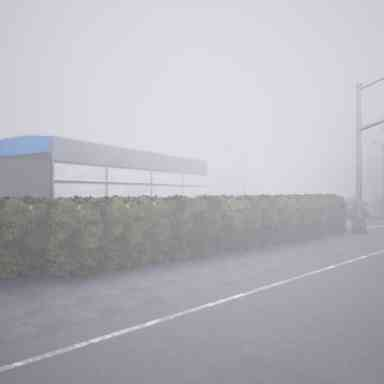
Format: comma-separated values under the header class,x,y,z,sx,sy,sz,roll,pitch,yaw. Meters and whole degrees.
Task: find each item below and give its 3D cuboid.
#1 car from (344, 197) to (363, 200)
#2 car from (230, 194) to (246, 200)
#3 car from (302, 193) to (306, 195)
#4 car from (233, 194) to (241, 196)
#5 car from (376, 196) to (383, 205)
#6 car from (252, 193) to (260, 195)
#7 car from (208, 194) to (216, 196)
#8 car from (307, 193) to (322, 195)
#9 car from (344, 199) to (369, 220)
class,x,y,z,sx,sy,sz,roll,pitch,yaw
car,19.236,1.339,39.639,4.514,1.523,2.007,0,0,-41
car,12.092,1.232,87.107,3.806,1.475,1.970,0,0,-41
car,24.829,1.077,72.721,3.866,1.878,1.905,0,0,-41
car,8.820,1.298,63.597,4.514,1.523,2.007,0,0,-41
car,31.434,1.384,54.012,3.806,1.475,1.970,0,0,-41
car,16.510,1.153,82.442,5.027,1.636,2.152,0,0,-41
car,4.355,1.298,85.307,4.514,1.523,2.007,0,0,-41
car,27.032,1.097,70.782,4.605,1.855,1.932,0,0,-41
car,11.667,1.547,27.515,2.033,1.411,5.357,0,0,-30
